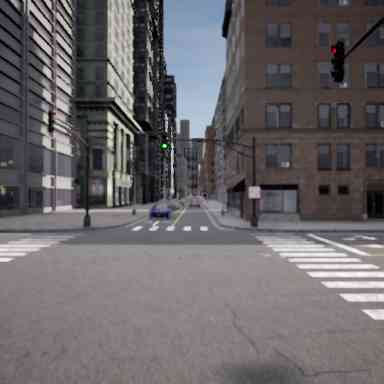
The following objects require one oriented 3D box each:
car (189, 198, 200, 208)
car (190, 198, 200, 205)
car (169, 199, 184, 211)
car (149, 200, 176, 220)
[{"bbox_3d":[0.511,2.152,61.138,1.994,1.385,4.181,0,-1,1],"label":"car"},{"bbox_3d":[0.630,2.069,71.142,2.033,1.411,5.357,0,-1,1],"label":"car"},{"bbox_3d":[-2.720,1.817,48.201,2.097,1.767,4.553,0,-1,1],"label":"car"},{"bbox_3d":[-2.933,1.788,31.966,1.882,1.535,5.008,0,-1,1],"label":"car"}]
